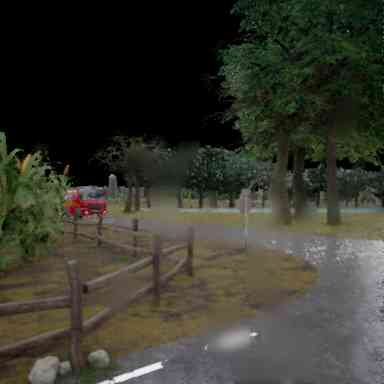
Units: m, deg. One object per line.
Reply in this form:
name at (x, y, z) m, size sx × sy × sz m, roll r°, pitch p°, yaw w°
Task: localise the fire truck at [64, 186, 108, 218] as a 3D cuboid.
fire truck at (-13.530, 1.231, 41.658) m, size 2.891 × 3.827 × 8.468 m, roll 1°, pitch -2°, yaw -36°
